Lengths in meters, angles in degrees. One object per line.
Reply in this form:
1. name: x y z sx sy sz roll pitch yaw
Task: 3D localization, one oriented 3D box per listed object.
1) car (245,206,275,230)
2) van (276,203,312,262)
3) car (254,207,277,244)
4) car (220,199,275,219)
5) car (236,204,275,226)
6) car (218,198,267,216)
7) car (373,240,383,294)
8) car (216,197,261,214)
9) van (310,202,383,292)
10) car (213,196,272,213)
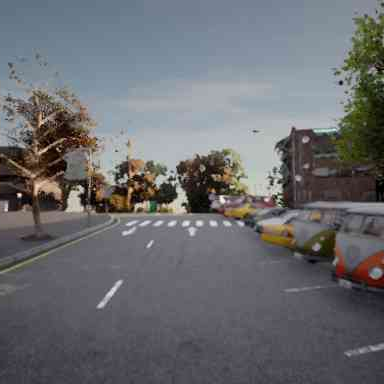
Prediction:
1. car: 5.327 1.603 16.545 4.674 1.452 2.002 1 0 -20
2. van: 5.187 1.308 10.455 4.442 1.987 1.878 1 0 -19
3. car: 5.483 1.549 13.584 5.366 1.575 1.946 1 -1 -20
4. car: 5.485 1.618 28.694 5.366 1.575 1.946 1 -1 -20
5. car: 5.324 1.617 19.574 4.674 1.452 2.002 1 -1 -20
6. car: 5.229 1.520 34.694 4.553 1.767 2.185 1 -1 -21
7. car: 5.255 1.509 4.448 4.892 1.521 2.231 1 -1 -20
8. car: 5.242 1.572 37.718 4.553 1.767 2.185 2 -3 -21
9. van: 5.173 1.294 7.426 4.442 1.987 1.878 1 0 -20
10. car: 5.268 1.381 31.644 5.566 2.045 2.435 1 0 -21
